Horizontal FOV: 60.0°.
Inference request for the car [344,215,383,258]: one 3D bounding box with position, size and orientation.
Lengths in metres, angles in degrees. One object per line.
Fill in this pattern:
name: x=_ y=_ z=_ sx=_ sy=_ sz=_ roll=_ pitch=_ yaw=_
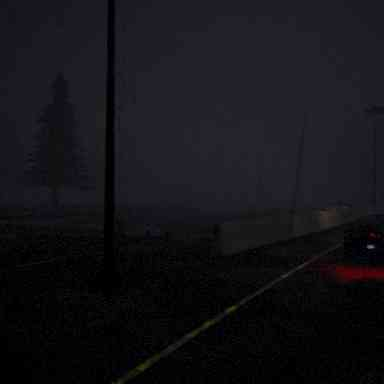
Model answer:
car: x=7.181 y=1.610 z=12.601 sx=1.882 sy=1.535 sz=5.008 roll=0 pitch=0 yaw=37
